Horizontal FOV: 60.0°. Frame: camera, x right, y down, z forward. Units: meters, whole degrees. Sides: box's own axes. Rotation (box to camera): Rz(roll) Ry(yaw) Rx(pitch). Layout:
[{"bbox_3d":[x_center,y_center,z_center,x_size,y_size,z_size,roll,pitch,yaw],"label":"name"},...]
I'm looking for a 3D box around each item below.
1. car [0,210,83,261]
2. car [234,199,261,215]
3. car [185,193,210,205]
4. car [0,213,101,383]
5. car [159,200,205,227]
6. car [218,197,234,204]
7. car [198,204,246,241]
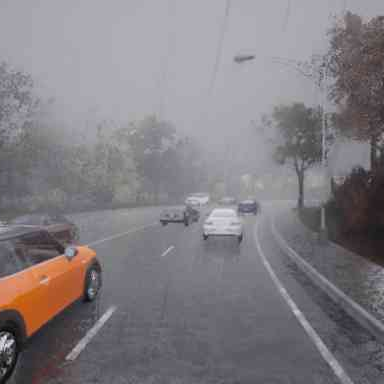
[{"bbox_3d":[-6.132,1.539,12.993,1.994,1.385,4.181,0,0,7],"label":"car"},{"bbox_3d":[5.962,1.510,34.191,1.882,1.535,5.008,0,0,18],"label":"car"},{"bbox_3d":[0.835,1.213,50.229,2.150,2.045,5.566,0,0,25],"label":"car"},{"bbox_3d":[-3.093,1.341,5.409,2.097,1.767,4.553,0,0,3],"label":"car"},{"bbox_3d":[-0.740,1.545,23.160,2.033,1.411,5.357,0,0,12],"label":"car"},{"bbox_3d":[5.561,1.545,51.913,1.812,1.442,4.674,0,0,27],"label":"car"},{"bbox_3d":[1.653,1.535,16.751,1.812,1.442,4.674,0,0,9],"label":"car"}]
